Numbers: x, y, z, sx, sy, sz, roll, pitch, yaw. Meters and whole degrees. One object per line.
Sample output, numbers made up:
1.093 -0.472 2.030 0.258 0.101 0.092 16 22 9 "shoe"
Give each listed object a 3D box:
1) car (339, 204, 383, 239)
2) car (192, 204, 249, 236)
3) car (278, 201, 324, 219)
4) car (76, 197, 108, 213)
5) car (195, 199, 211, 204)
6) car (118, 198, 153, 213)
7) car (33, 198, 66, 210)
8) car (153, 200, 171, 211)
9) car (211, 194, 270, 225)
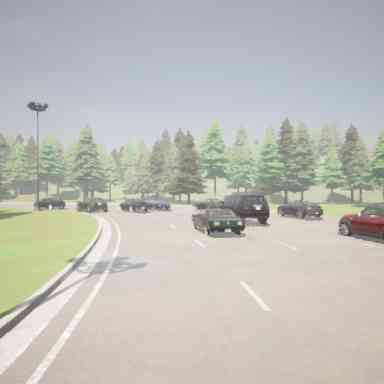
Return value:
8.939 1.350 15.536 2.097 1.767 4.553 0 0 -9 "car"
1.294 1.600 18.607 1.895 1.301 4.718 0 0 -12 "car"
9.282 1.492 28.852 2.128 1.511 4.902 0 0 -16 "car"
-11.310 1.352 37.463 2.097 1.767 4.553 0 0 -41 "car"
1.921 1.489 37.539 2.128 1.511 4.902 0 0 -30 "car"
-6.697 1.500 37.512 1.837 1.490 4.892 0 -2 -37 "car"
-18.820 1.505 43.892 4.892 1.490 1.837 0 0 30 "car"
-4.623 1.601 40.455 1.895 1.301 4.718 0 0 -38 "car"
3.516 1.212 24.054 2.150 2.045 5.566 0 -1 -16 "car"
